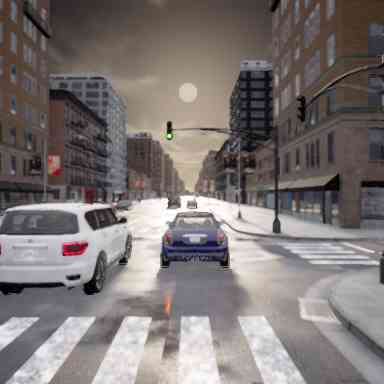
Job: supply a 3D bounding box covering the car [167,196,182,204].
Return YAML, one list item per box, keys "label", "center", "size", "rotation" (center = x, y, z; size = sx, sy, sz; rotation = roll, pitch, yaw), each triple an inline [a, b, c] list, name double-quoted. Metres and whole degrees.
- label: "car"
  center: [-3.151, 1.716, 58.800]
  size: [2.150, 2.045, 5.566]
  rotation: [0, 0, 0]

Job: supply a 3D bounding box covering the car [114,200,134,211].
- label: "car"
  center: [-9.816, 1.913, 48.385]
  size: [1.837, 1.490, 4.892]
  rotation: [0, 0, 0]

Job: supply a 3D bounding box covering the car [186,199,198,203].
- label: "car"
  center: [0.013, 1.980, 58.049]
  size: [2.128, 1.511, 4.902]
  rotation: [0, 0, 0]

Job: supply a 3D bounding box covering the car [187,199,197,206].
- label: "car"
  center: [0.014, 2.135, 68.497]
  size: [1.895, 1.301, 4.718]
  rotation: [0, 0, 0]

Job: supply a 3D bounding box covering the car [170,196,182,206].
- label: "car"
  center: [-3.235, 1.805, 69.190]
  size: [2.150, 2.045, 5.566]
  rotation: [0, 0, 0]

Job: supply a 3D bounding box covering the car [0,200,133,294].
- label: "car"
  center: [-3.146, 1.303, 9.146]
  size: [2.150, 2.045, 5.566]
  rotation: [0, 0, 0]

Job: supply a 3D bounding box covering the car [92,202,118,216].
- label: "car"
  center: [-9.853, 1.887, 37.983]
  size: [1.994, 1.385, 4.181]
  rotation: [0, 0, -1]

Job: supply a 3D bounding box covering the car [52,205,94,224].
- label: "car"
  center: [-9.843, 1.840, 27.952]
  size: [1.895, 1.301, 4.718]
  rotation: [0, 0, 0]

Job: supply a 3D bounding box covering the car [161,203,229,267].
- label: "car"
  center: [0.095, 1.456, 11.972]
  size: [2.097, 1.767, 4.553]
  rotation: [0, -1, 0]
